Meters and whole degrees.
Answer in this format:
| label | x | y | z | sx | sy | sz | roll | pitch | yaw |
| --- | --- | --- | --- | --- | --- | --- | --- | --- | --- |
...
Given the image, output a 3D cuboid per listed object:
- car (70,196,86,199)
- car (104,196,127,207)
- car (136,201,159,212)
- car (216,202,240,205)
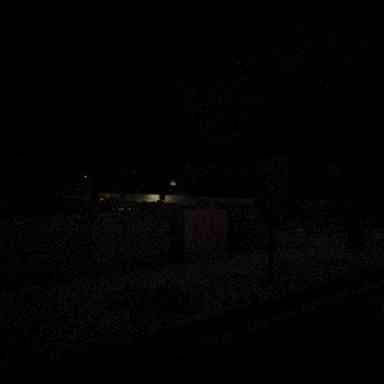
| label | x | y | z | sx | sy | sz | roll | pitch | yaw |
| --- | --- | --- | --- | --- | --- | --- | --- | --- | --- |
| car | -16.861 | 1.272 | 49.274 | 2.033 | 1.411 | 5.357 | 1 | 0 | -39 |
| car | -10.709 | 1.321 | 46.693 | 1.882 | 1.535 | 5.008 | 1 | 0 | -38 |
| car | -3.969 | 1.542 | 32.980 | 1.994 | 1.385 | 4.181 | 1 | 0 | -39 |
| car | 3.272 | 1.600 | 29.121 | 2.033 | 1.411 | 5.357 | 1 | -1 | -39 |
